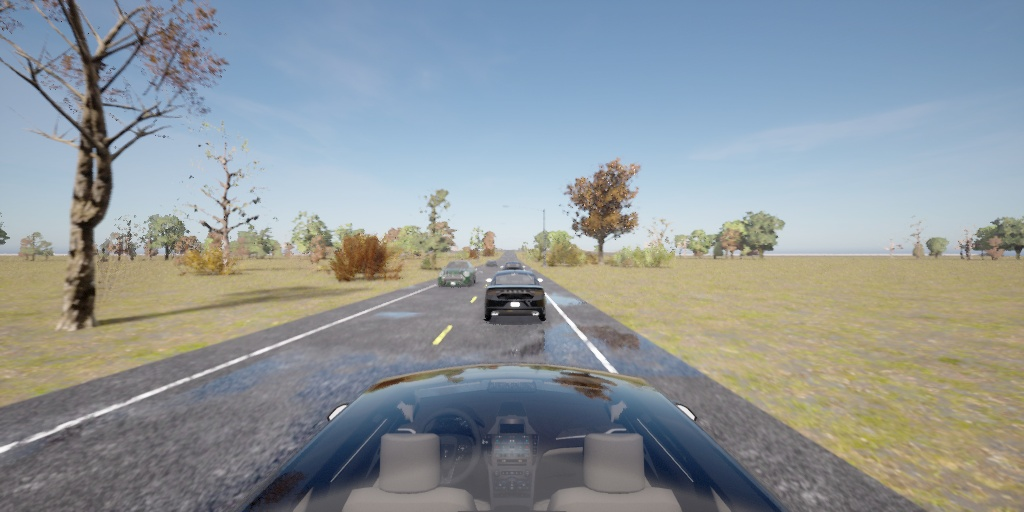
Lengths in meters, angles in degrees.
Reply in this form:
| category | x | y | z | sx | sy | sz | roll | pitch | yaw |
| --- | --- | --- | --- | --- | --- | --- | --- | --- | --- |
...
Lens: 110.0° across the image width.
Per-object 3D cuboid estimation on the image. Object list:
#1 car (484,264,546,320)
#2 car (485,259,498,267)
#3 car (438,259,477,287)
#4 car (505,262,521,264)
| category | x | y | z | sx | sy | sz | roll | pitch | yaw |
| --- | --- | --- | --- | --- | --- | --- | --- | --- | --- |
| car | 0.094 | 1.227 | 12.677 | 1.882 | 1.535 | 5.008 | 0 | 0 | 0 |
| car | -3.551 | 1.293 | 63.008 | 1.994 | 1.385 | 4.181 | 0 | 0 | 1 |
| car | -3.604 | 1.100 | 24.165 | 2.097 | 1.767 | 4.553 | 0 | 0 | 0 |
| car | 0.090 | 1.251 | 31.097 | 1.837 | 1.490 | 4.892 | 0 | 0 | 0 |
